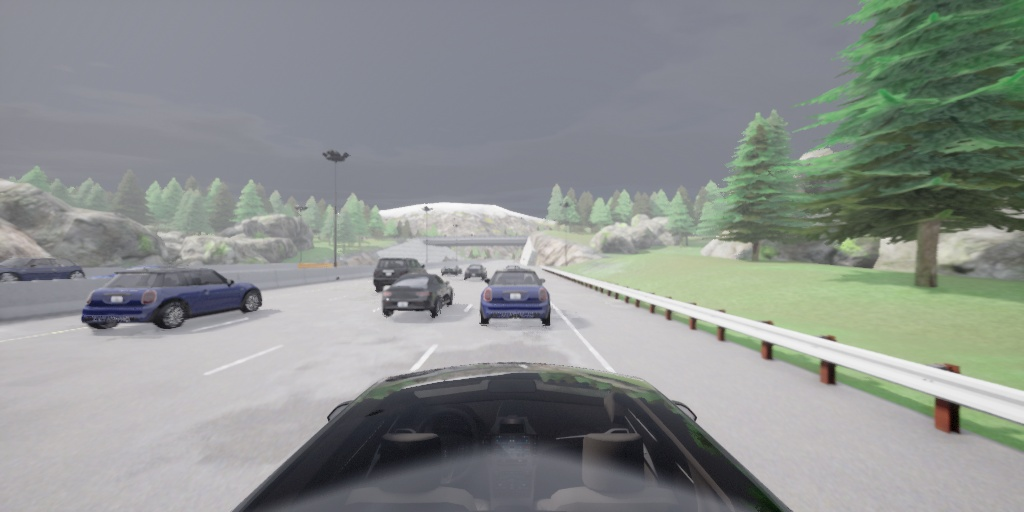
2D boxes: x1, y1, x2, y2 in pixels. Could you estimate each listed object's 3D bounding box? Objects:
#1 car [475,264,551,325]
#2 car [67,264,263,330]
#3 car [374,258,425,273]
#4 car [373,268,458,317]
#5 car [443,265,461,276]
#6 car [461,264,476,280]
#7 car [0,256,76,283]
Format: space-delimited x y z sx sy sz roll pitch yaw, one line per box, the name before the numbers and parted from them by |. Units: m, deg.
car | 0.099 1.178 12.272 2.097 1.767 4.553 0 0 0
car | -10.401 1.174 11.565 2.097 1.767 4.553 0 0 0
car | -6.902 1.124 22.733 2.150 2.045 5.566 0 0 0
car | -3.401 1.361 13.473 1.812 1.442 4.674 0 0 0
car | -6.903 1.639 41.482 1.895 1.301 4.718 0 0 0
car | -3.416 1.510 34.150 1.812 1.442 4.674 0 0 0
car | -28.001 0.859 20.652 2.097 1.767 4.553 0 0 0
